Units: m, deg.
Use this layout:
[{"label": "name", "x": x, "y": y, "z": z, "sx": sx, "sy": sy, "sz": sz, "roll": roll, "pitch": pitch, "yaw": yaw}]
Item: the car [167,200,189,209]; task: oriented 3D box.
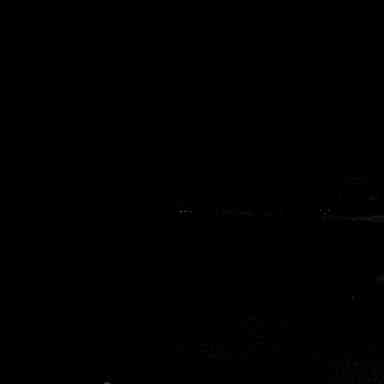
[{"label": "car", "x": -2.432, "y": 2.191, "z": 56.693, "sx": 1.882, "sy": 1.535, "sz": 5.008, "roll": -2, "pitch": 1, "yaw": -35}]

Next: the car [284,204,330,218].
[{"label": "car", "x": 12.398, "y": 2.013, "z": 35.989, "sx": 1.895, "sy": 1.301, "sz": 4.718, "roll": -1, "pitch": 0, "yaw": -36}]
